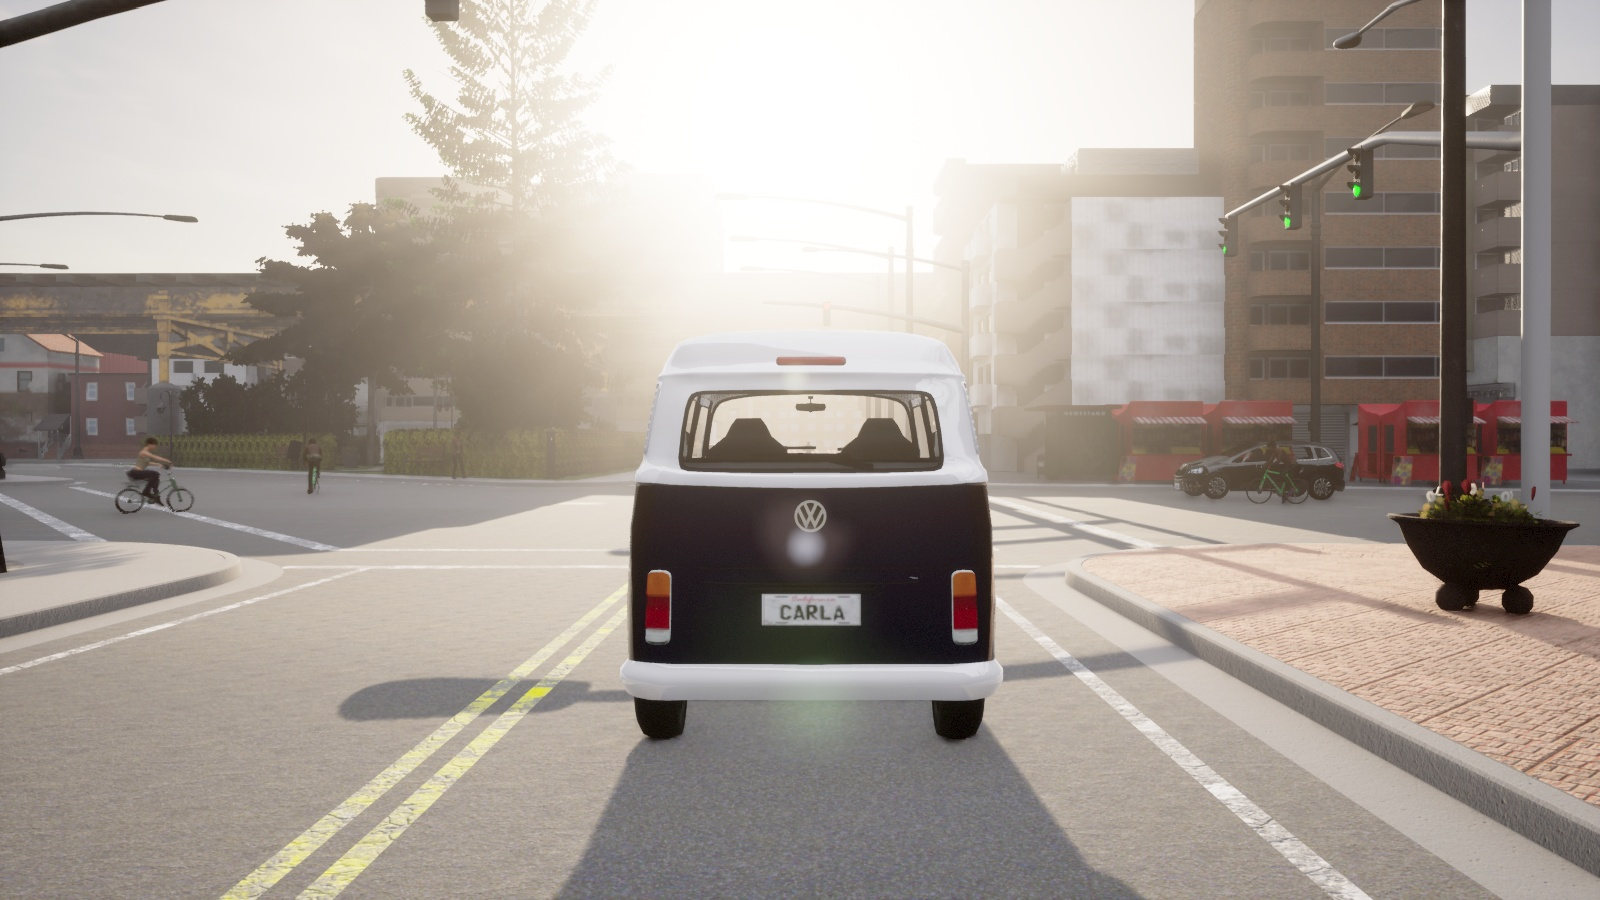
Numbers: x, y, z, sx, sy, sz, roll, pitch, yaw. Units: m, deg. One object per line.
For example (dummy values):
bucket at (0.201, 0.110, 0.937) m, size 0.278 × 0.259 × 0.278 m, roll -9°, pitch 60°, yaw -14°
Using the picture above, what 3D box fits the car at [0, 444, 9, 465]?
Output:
car at (-53.769, 0.301, 82.603) m, size 4.181 × 1.385 × 1.994 m, roll 0°, pitch 0°, yaw 45°

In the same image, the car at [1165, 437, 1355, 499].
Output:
car at (13.121, 0.503, 36.080) m, size 4.611 × 1.667 × 2.242 m, roll 1°, pitch 0°, yaw 0°

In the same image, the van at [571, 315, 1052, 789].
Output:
van at (0.066, 0.427, 7.651) m, size 2.069 × 2.038 × 4.480 m, roll 0°, pitch 0°, yaw 0°

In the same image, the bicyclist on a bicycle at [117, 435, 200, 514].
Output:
bicyclist on a bicycle at (-13.564, 0.520, 26.551) m, size 1.509 × 1.612 × 0.866 m, roll 0°, pitch -2°, yaw -31°

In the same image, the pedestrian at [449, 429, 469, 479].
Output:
pedestrian at (-12.431, 0.131, 45.801) m, size 0.328 × 1.805 × 0.869 m, roll 0°, pitch 0°, yaw -42°

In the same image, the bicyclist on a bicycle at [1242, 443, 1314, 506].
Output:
bicyclist on a bicycle at (12.392, 0.626, 32.583) m, size 1.656 × 1.620 × 0.582 m, roll 0°, pitch 0°, yaw 0°
